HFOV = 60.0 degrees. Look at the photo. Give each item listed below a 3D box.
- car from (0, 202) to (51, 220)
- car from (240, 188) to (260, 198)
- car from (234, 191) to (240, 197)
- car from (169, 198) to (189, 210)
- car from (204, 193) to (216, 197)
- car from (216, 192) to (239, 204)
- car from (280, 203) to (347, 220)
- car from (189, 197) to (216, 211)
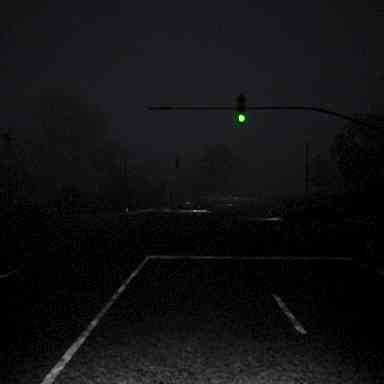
[{"bbox_3d":[-15.532,1.705,30.364,5.008,1.535,1.882,-1,0,3],"label":"car"},{"bbox_3d":[13.016,0.169,72.234,2.150,2.045,5.566,0,3,30],"label":"car"},{"bbox_3d":[10.037,0.499,74.072,1.994,1.385,4.181,0,3,30],"label":"car"},{"bbox_3d":[-1.648,1.643,46.294,1.837,1.490,4.892,0,0,16],"label":"car"},{"bbox_3d":[3.420,1.076,60.604,2.097,1.767,4.553,0,3,24],"label":"car"},{"bbox_3d":[6.185,1.290,58.235,1.812,1.442,4.674,0,2,23],"label":"car"},{"bbox_3d":[10.571,1.687,29.026,5.357,1.411,2.033,0,0,3],"label":"car"},{"bbox_3d":[1.456,1.708,44.428,1.994,1.385,4.181,0,1,16],"label":"car"}]
